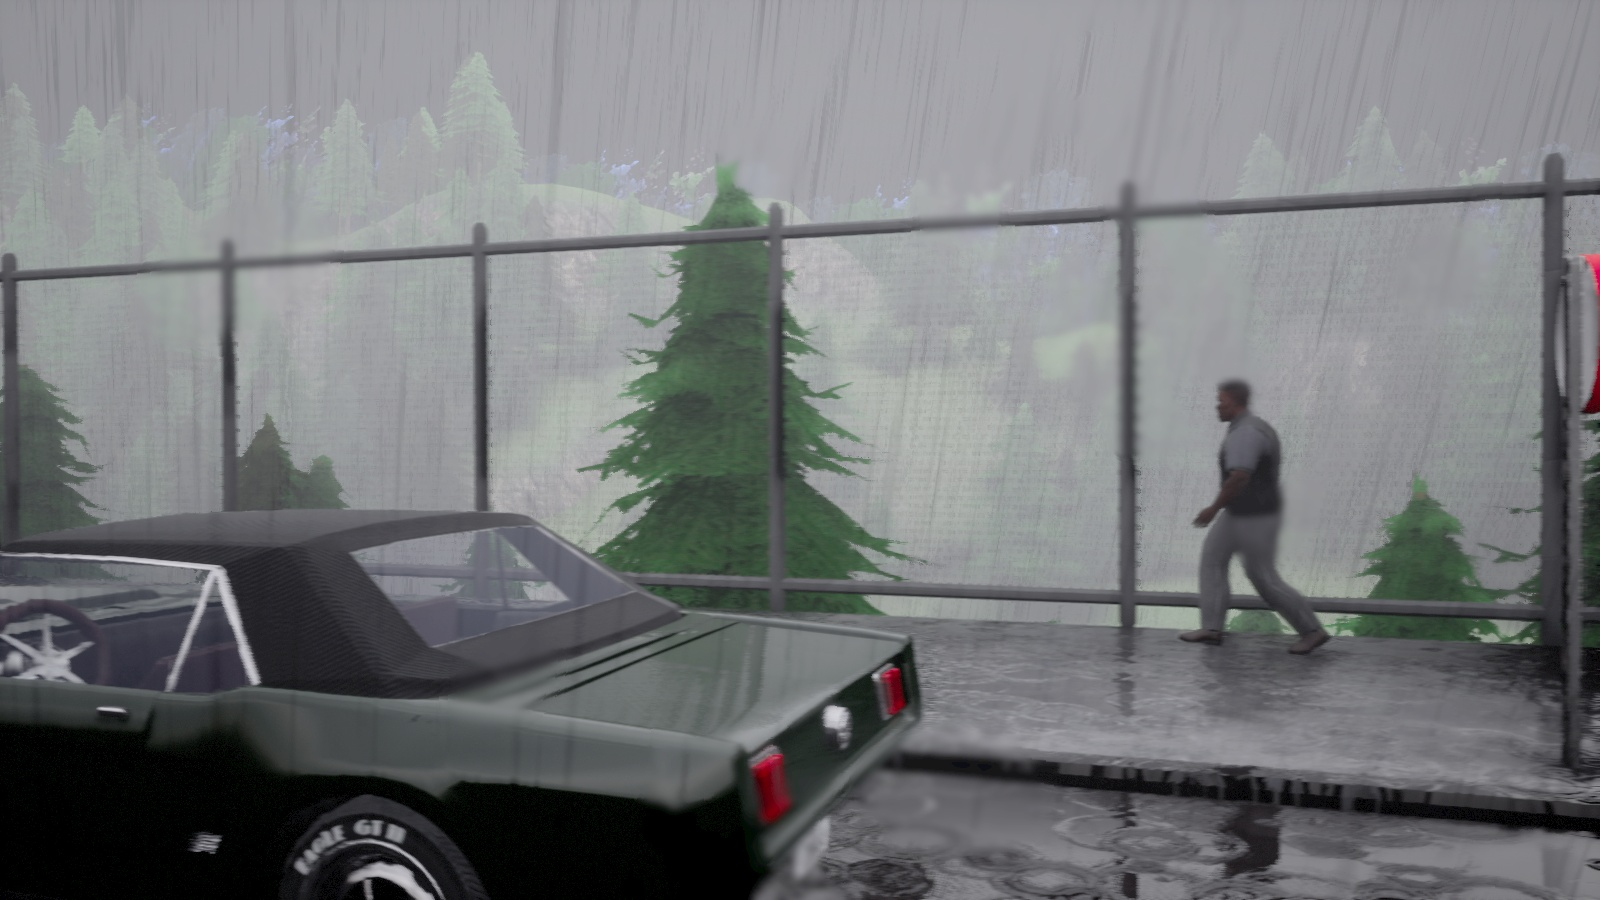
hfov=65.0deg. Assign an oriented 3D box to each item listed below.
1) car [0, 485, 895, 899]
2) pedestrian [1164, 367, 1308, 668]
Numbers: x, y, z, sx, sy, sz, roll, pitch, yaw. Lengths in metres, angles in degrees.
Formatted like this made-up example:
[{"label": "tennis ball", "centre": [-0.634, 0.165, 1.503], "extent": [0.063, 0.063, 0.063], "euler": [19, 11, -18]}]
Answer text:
[{"label": "car", "centre": [-2.191, 0.847, 4.460], "extent": [4.718, 1.301, 1.895], "euler": [1, 1, 19]}, {"label": "pedestrian", "centre": [2.846, 0.415, 8.247], "extent": [0.849, 1.883, 0.563], "euler": [1, 1, 18]}]
